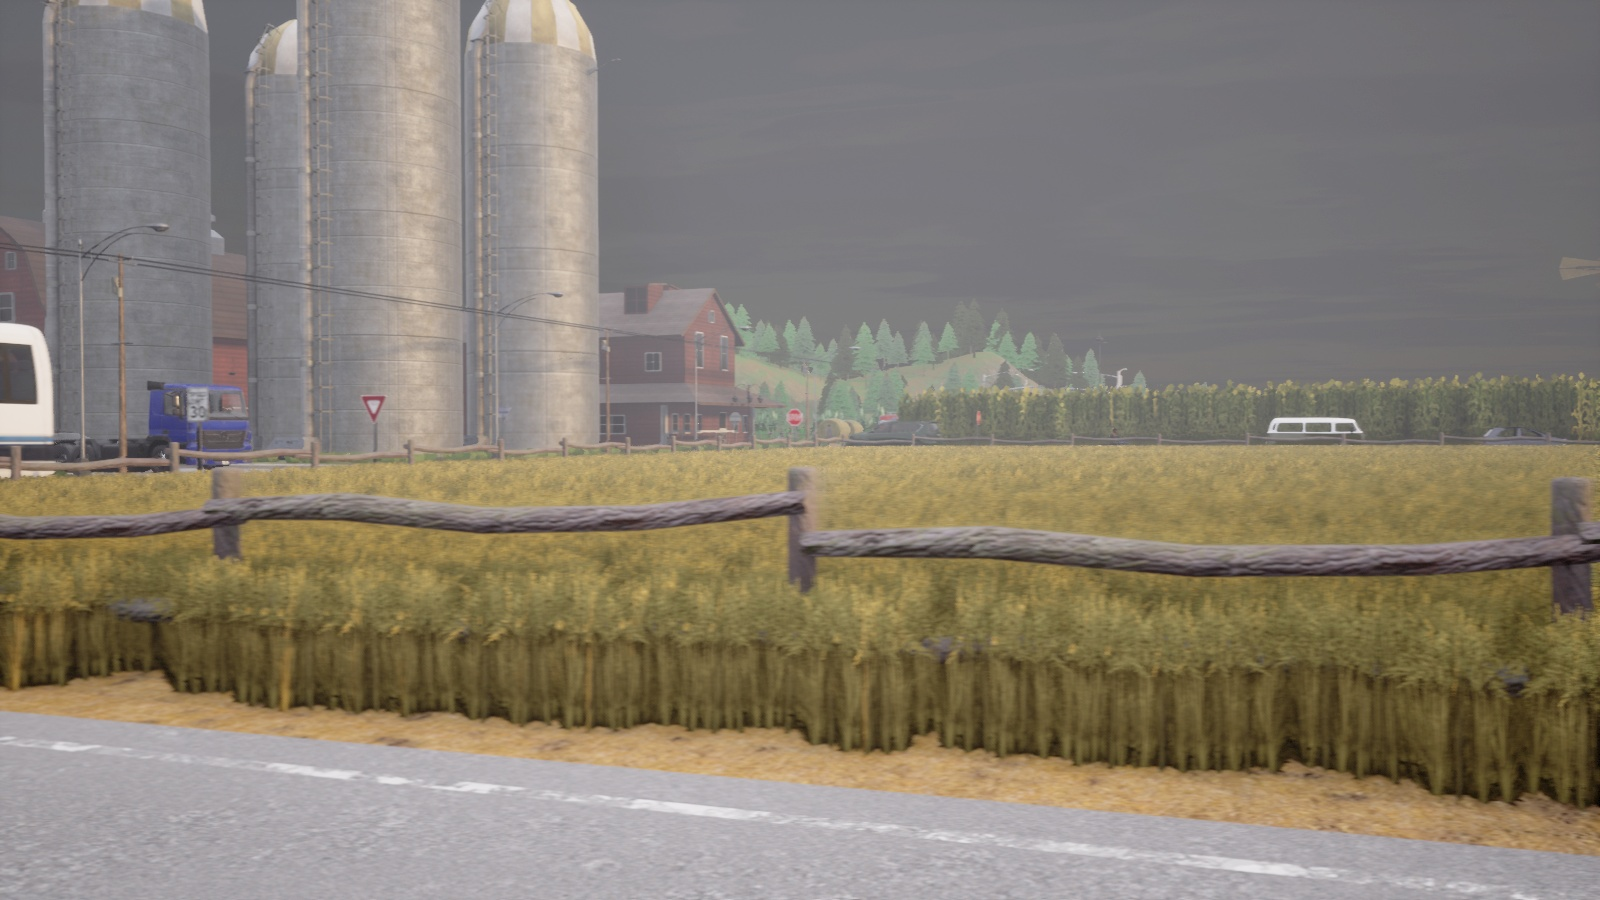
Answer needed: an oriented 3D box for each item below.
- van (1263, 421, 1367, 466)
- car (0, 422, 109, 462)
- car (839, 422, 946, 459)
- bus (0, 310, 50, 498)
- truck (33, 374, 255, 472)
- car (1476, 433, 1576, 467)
[{"bbox_3d":[24.252,-0.331,59.243,4.480,2.038,2.069,0,1,22],"label":"van"},{"bbox_3d":[-32.558,-0.384,54.128,5.027,1.651,2.152,1,1,21],"label":"car"},{"bbox_3d":[5.165,-0.563,70.444,5.566,2.045,2.150,1,1,26],"label":"car"},{"bbox_3d":[-21.368,-1.037,25.426,3.944,4.253,10.273,1,0,23],"label":"bus"},{"bbox_3d":[-24.741,-1.007,47.370,7.936,3.462,2.891,1,1,21],"label":"truck"},{"bbox_3d":[32.295,-0.010,55.998,3.633,1.501,1.845,0,1,22],"label":"car"}]
